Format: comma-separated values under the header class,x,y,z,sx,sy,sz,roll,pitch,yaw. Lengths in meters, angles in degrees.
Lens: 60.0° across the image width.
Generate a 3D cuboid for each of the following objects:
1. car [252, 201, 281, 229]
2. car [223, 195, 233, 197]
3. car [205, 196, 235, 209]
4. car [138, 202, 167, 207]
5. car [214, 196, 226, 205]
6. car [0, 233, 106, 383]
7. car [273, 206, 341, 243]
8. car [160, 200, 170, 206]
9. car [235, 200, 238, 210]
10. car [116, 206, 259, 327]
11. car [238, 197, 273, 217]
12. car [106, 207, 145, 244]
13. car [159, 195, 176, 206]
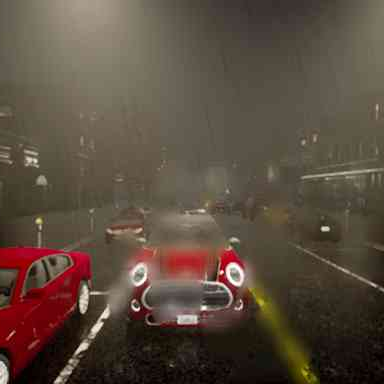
class,x,y,z,sx,sy,sz,roll,pitch,yaw
car,5.447,1.531,21.565,1.752,1.417,4.829,-1,0,-1
car,5.221,1.535,43.758,1.752,1.417,4.829,-1,0,-1
car,2.725,1.499,33.544,2.128,1.511,4.902,0,0,0
car,-2.932,1.555,21.309,2.008,1.369,4.403,-1,0,-1
car,5.052,1.537,60.403,1.752,1.417,4.829,-1,0,-1
car,-2.762,1.545,4.665,1.887,1.381,4.507,-1,0,-1
car,5.505,1.570,15.848,1.947,1.339,4.313,-1,0,-1
car,-2.988,1.587,26.857,1.802,1.307,4.206,-1,0,-1
car,5.279,1.591,38.041,1.802,1.307,4.206,-1,0,-1
car,-0.096,1.354,7.322,2.097,1.767,4.553,0,0,-1
car,5.390,1.322,26.945,2.192,1.841,5.009,-1,0,-1
car,-2.875,1.585,15.761,1.802,1.307,4.206,-1,0,-1
car,-3.160,1.323,43.501,2.192,1.841,5.009,-1,0,-1
